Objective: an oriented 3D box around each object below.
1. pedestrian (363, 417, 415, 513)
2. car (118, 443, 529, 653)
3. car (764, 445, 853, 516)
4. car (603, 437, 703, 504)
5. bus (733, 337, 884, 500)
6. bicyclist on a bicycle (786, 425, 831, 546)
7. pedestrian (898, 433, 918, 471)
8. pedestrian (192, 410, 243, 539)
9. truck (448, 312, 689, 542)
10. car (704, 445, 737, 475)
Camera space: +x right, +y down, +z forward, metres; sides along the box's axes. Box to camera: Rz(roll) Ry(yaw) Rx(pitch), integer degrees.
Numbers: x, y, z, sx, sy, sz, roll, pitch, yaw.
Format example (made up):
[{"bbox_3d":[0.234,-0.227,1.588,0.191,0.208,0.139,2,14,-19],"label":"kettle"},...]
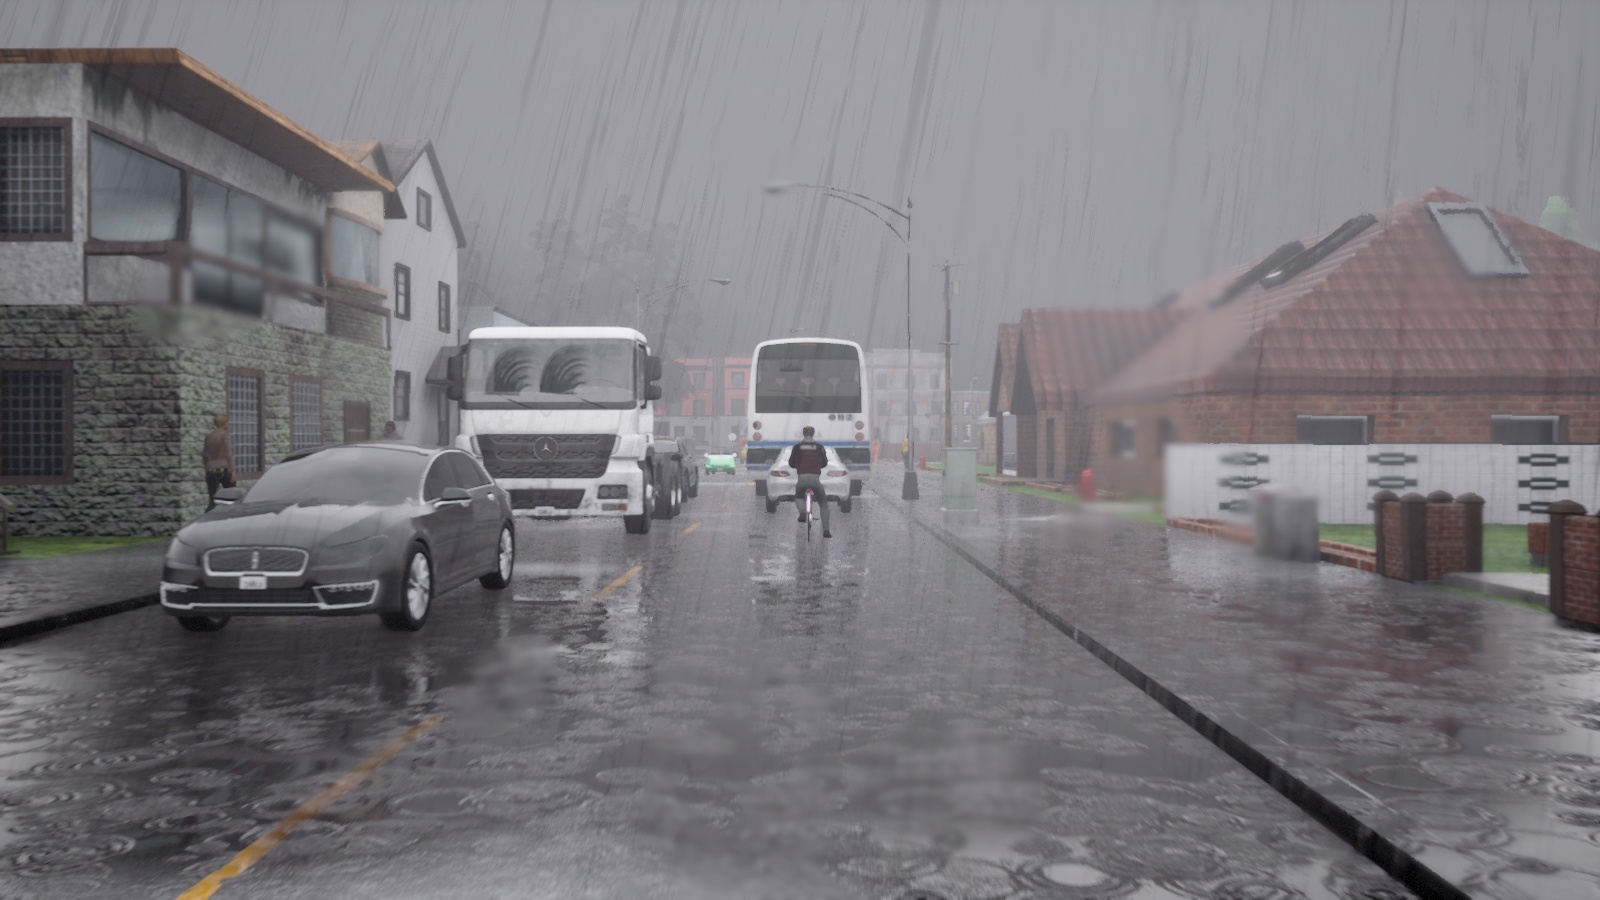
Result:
[{"bbox_3d":[-8.459,0.303,25.881,0.659,1.952,0.873,0,0,14],"label":"pedestrian"},{"bbox_3d":[-3.917,0.684,11.373,1.837,1.490,4.892,0,0,0],"label":"car"},{"bbox_3d":[0.188,0.614,28.076,1.812,1.442,4.674,0,0,0],"label":"car"},{"bbox_3d":[-3.782,0.487,33.078,2.033,1.649,4.856,0,0,0],"label":"car"},{"bbox_3d":[0.257,-0.843,37.901,3.944,4.253,10.273,0,0,0],"label":"bus"},{"bbox_3d":[0.132,0.509,19.210,0.659,1.776,1.843,0,1,0],"label":"bicyclist on a bicycle"},{"bbox_3d":[5.318,0.111,61.961,0.874,1.855,0.900,0,0,-2],"label":"pedestrian"},{"bbox_3d":[-8.506,0.346,18.346,0.331,1.846,0.634,0,0,19],"label":"pedestrian"},{"bbox_3d":[-3.841,-0.368,22.935,2.891,3.462,7.936,0,0,0],"label":"truck"},{"bbox_3d":[-3.721,0.468,58.680,1.481,1.376,2.207,0,0,-2],"label":"car"}]
